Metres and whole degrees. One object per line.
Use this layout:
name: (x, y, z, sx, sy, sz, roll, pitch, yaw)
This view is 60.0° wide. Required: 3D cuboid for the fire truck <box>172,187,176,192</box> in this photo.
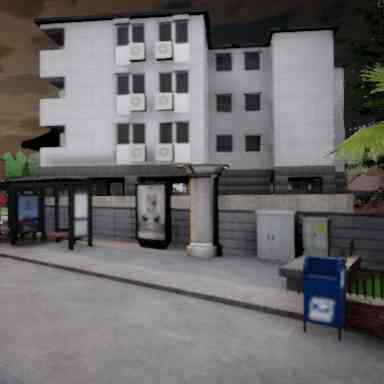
fire truck: (-6.183, 0.691, 53.127, 2.891, 3.827, 8.468, -1, 0, 35)
